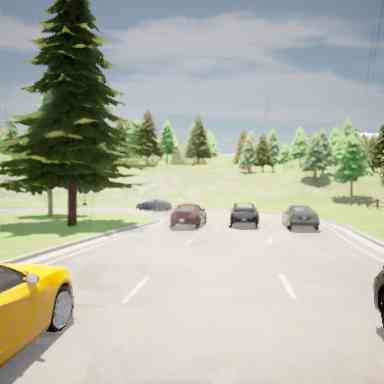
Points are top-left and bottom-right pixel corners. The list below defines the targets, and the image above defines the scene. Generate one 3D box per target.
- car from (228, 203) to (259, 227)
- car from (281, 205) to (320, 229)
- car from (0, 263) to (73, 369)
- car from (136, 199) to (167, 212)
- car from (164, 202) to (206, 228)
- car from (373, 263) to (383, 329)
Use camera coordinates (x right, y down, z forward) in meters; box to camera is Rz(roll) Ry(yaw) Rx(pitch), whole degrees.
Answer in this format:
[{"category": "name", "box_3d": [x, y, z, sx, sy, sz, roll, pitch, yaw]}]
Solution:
[{"category": "car", "box_3d": [3.519, 1.481, 22.786, 2.128, 1.511, 4.902, 0, 0, 8]}, {"category": "car", "box_3d": [6.878, 1.550, 21.493, 2.033, 1.411, 5.357, 0, 0, 10]}, {"category": "car", "box_3d": [-3.075, 1.463, 3.786, 1.882, 1.535, 5.008, 0, 0, 3]}, {"category": "car", "box_3d": [-4.440, 1.510, 38.331, 4.181, 1.385, 1.994, 0, 0, 32]}, {"category": "car", "box_3d": [-0.189, 1.503, 21.759, 1.812, 1.442, 4.674, 0, 0, 10]}, {"category": "car", "box_3d": [3.822, 1.232, 2.840, 2.150, 2.045, 5.566, 0, 0, 3]}]
